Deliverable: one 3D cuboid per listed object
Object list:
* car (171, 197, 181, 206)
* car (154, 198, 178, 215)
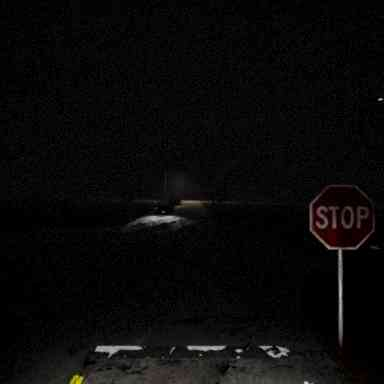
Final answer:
[{"bbox_3d":[-2.744,1.552,53.369,2.033,1.411,5.357,0,0,0],"label":"car"},{"bbox_3d":[-2.746,1.608,34.058,1.895,1.301,4.718,0,0,0],"label":"car"}]
